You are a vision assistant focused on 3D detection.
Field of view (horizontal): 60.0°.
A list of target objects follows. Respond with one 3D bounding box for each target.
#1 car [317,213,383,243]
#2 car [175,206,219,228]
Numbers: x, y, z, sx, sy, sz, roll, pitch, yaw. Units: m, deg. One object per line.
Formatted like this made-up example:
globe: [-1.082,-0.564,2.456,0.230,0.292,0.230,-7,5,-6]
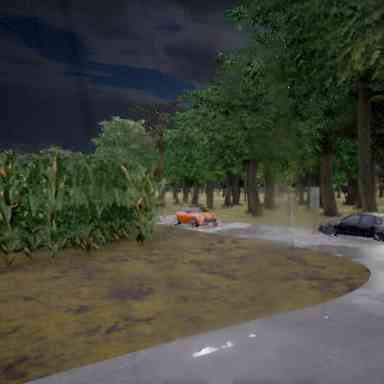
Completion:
car: [9.403,1.837,17.891,2.033,1.411,5.357,-1,-1,-27]
car: [0.367,1.960,27.829,2.097,1.767,4.553,-1,-1,-29]
